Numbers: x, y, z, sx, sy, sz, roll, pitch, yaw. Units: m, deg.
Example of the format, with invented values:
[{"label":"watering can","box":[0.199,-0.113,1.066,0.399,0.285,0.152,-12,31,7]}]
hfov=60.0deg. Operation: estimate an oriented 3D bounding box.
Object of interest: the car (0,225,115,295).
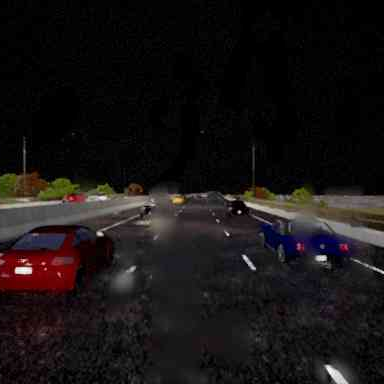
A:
[{"label":"car","box":[-3.363,1.538,8.670,1.994,1.385,4.181,0,0,0]}]

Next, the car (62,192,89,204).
[{"label":"car","box":[-20.062,1.100,56.773,2.150,2.045,5.566,0,0,2]}]

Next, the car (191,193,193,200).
[{"label":"car","box":[-1.498,1.484,81.763,1.895,1.301,4.718,0,0,3]}]

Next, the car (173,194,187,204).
[{"label":"car","box":[-2.409,1.345,60.006,1.801,1.575,5.366,0,0,2]}]

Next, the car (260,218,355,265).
[{"label":"car","box":[3.654,1.569,11.571,1.895,1.301,4.718,0,0,0]}]

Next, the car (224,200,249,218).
[{"label":"car","box":[3.880,1.453,29.253,1.812,1.442,4.674,0,0,1]}]

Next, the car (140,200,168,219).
[{"label":"car","box":[-3.143,1.418,27.931,2.128,1.511,4.902,0,0,1]}]

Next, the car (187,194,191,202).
[{"label":"car","box":[-1.994,1.236,70.746,2.097,1.767,4.553,0,0,2]}]

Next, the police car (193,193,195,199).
[{"label":"police car","box":[-0.937,1.393,92.687,2.038,1.542,4.974,0,0,3]}]

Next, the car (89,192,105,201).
[{"label":"car","box":[-16.519,1.101,57.951,2.150,2.045,5.566,0,0,3]}]

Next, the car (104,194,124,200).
[{"label":"car","box":[-13.028,1.374,57.880,2.128,1.511,4.902,0,0,3]}]
